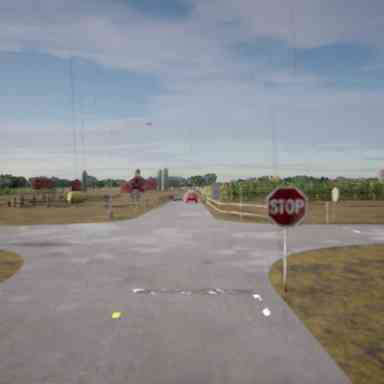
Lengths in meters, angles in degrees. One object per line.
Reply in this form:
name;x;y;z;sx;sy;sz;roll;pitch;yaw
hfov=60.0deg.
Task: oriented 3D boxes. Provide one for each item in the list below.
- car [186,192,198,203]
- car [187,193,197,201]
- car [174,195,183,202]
car;0.009;1.040;62.833;2.150;2.045;5.566;0;0;0
car;0.011;1.053;73.193;2.097;1.767;4.553;0;0;0
car;-2.740;1.365;68.218;2.033;1.411;5.357;0;0;0
